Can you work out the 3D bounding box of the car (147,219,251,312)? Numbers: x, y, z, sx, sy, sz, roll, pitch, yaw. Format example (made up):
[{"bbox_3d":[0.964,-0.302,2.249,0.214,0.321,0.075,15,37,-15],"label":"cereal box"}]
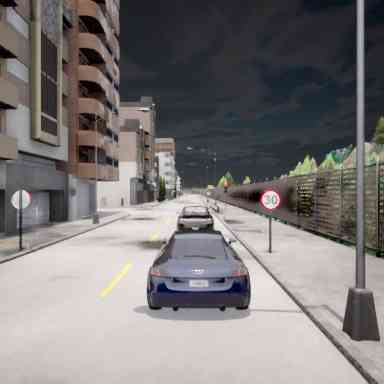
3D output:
[{"bbox_3d":[0.131,1.564,7.819,1.994,1.385,4.181,0,0,0],"label":"car"}]

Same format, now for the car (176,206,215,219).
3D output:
[{"bbox_3d":[0.185,1.492,17.734,2.128,1.511,4.902,0,0,1],"label":"car"}]
